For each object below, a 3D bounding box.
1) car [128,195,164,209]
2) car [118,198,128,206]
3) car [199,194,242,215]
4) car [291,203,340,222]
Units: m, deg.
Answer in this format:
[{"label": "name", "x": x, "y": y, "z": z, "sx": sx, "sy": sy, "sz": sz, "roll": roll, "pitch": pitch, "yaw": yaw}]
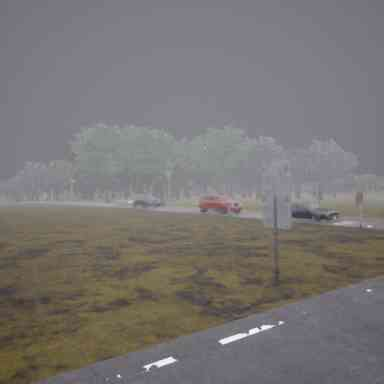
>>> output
[{"label": "car", "x": -6.967, "y": 1.407, "z": 49.879, "sx": 2.150, "sy": 2.045, "sz": 5.566, "roll": -2, "pitch": 0, "yaw": -35}, {"label": "car", "x": -12.151, "y": 1.840, "z": 61.889, "sx": 1.895, "sy": 1.301, "sz": 4.718, "roll": -2, "pitch": 0, "yaw": -36}, {"label": "car", "x": 2.967, "y": 1.295, "z": 36.058, "sx": 2.150, "sy": 2.045, "sz": 5.566, "roll": -2, "pitch": 1, "yaw": -35}, {"label": "car", "x": 9.259, "y": 1.595, "z": 27.350, "sx": 2.033, "sy": 1.411, "sz": 5.357, "roll": -2, "pitch": 1, "yaw": -36}]
